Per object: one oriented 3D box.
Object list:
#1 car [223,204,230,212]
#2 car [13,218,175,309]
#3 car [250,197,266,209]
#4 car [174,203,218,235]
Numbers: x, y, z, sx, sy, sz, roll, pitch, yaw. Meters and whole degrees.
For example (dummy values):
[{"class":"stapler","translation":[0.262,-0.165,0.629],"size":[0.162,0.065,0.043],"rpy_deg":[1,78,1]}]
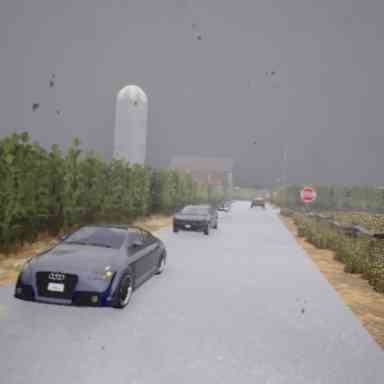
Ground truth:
[{"class":"car","translation":[2.323,1.141,28.246],"size":[1.895,1.301,4.718],"rpy_deg":[3,1,11]},{"class":"car","translation":[-1.950,1.443,7.612],"size":[1.994,1.385,4.181],"rpy_deg":[3,0,10]},{"class":"car","translation":[9.290,1.510,46.734],"size":[1.837,1.490,4.892],"rpy_deg":[3,1,11]},{"class":"car","translation":[0.318,1.402,18.754],"size":[1.882,1.535,5.008],"rpy_deg":[3,1,12]}]
